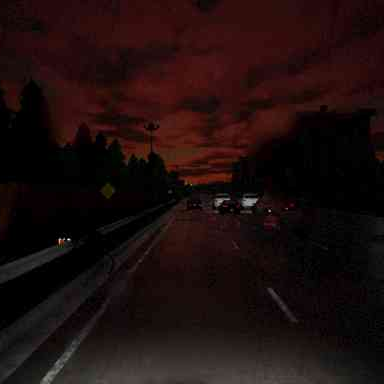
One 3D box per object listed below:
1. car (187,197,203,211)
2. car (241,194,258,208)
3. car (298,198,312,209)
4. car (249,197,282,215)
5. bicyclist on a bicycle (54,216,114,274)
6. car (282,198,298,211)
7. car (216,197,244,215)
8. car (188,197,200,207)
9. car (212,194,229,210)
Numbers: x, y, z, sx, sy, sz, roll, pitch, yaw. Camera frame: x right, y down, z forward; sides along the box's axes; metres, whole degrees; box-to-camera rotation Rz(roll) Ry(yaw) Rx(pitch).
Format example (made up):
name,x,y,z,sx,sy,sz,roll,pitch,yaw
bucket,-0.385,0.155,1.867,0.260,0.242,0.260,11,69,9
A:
name,x,y,z,sx,sy,sz,roll,pitch,yaw
car,0.341,1.547,40.675,2.033,1.411,5.357,0,0,0
car,7.339,1.221,43.506,2.150,2.045,5.566,0,0,0
car,14.344,1.477,44.306,1.882,1.535,5.008,0,0,0
car,7.295,1.505,33.596,1.837,1.490,4.892,0,0,0
bicyclist on a bicycle,-2.909,1.491,9.097,1.656,1.620,0.582,4,0,0
car,10.829,1.601,40.215,1.895,1.301,4.718,0,0,0
car,3.798,1.526,34.029,1.812,1.442,4.674,0,0,0
car,0.268,1.525,51.025,1.812,1.442,4.674,0,0,0
car,3.837,1.221,43.944,2.150,2.045,5.566,0,0,0
